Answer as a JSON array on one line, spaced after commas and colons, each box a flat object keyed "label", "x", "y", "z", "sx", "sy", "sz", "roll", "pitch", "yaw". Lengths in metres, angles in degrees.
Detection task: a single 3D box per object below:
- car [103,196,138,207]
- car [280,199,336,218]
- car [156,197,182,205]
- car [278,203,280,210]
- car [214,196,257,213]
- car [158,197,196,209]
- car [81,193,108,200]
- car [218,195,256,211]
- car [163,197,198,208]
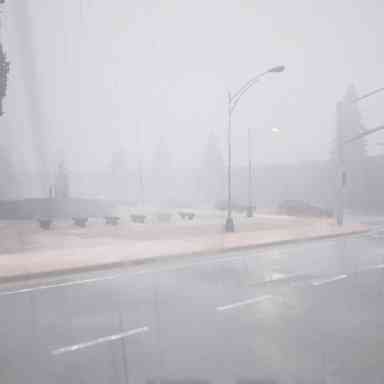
[{"label": "car", "x": -10.653, "y": 1.601, "z": 50.498, "sx": 4.718, "sy": 1.301, "sz": 1.895, "roll": 0, "pitch": 0, "yaw": 25}, {"label": "car", "x": 10.634, "y": 1.526, "z": 30.182, "sx": 1.812, "sy": 1.442, "sz": 4.674, "roll": 0, "pitch": 0, "yaw": -35}, {"label": "car", "x": -3.998, "y": 1.563, "z": 58.984, "sx": 4.181, "sy": 1.385, "sz": 1.994, "roll": 0, "pitch": 0, "yaw": 28}, {"label": "car", "x": 11.366, "y": 1.506, "z": 35.099, "sx": 1.837, "sy": 1.490, "sz": 4.892, "roll": 0, "pitch": 0, "yaw": -37}, {"label": "car", "x": 4.848, "y": 1.547, "z": 38.112, "sx": 2.033, "sy": 1.411, "sz": 5.357, "roll": 0, "pitch": 0, "yaw": -38}, {"label": "car", "x": -2.136, "y": 1.505, "z": 45.165, "sx": 4.892, "sy": 1.490, "sz": 1.837, "roll": 0, "pitch": 0, "yaw": 38}, {"label": "car", "x": -18.634, "y": 1.221, "z": 63.955, "sx": 5.566, "sy": 2.045, "sz": 2.150, "roll": 0, "pitch": 0, "yaw": 10}, {"label": "car", "x": 5.645, "y": 1.352, "z": 42.424, "sx": 2.097, "sy": 1.767, "sz": 4.553, "roll": 0, "pitch": 0, "yaw": -42}, {"label": "car", "x": -1.782, "y": 1.478, "z": 49.258, "sx": 5.008, "sy": 1.535, "sz": 1.882, "roll": 0, "pitch": 0, "yaw": 35}]
